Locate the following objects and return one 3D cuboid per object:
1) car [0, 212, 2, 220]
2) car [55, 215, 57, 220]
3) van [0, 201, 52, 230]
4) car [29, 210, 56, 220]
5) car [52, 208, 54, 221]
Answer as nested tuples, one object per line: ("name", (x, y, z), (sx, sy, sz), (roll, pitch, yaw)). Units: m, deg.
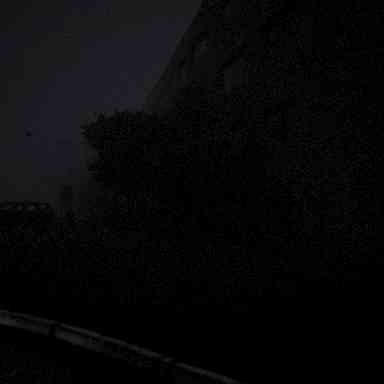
("car", (-49.281, 5.857, 80.372), (5.566, 2.045, 2.435), (0, -4, -22))
("car", (-15.280, 2.070, 29.897), (5.566, 2.045, 2.435), (0, -4, -22))
("van", (-11.982, 1.633, 22.230), (4.442, 1.987, 1.878), (0, -3, -22))
("car", (-34.252, 5.257, 76.359), (5.566, 2.045, 2.435), (0, -4, -22))
("car", (-13.113, 2.022, 24.761), (4.792, 1.488, 2.163), (0, -3, -22))
